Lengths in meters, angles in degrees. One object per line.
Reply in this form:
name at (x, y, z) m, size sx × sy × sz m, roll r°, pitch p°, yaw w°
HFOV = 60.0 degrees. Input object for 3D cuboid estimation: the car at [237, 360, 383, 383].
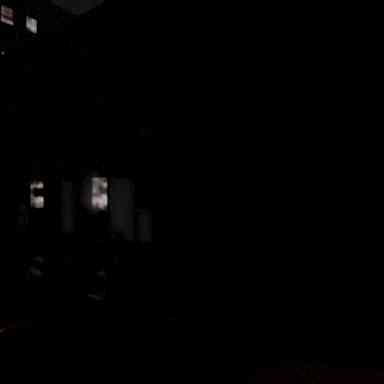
car at (2.169, 1.530, 1.327) m, size 4.829 × 1.417 × 1.752 m, roll 0°, pitch 0°, yaw 36°
